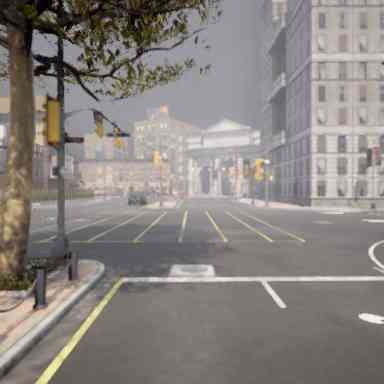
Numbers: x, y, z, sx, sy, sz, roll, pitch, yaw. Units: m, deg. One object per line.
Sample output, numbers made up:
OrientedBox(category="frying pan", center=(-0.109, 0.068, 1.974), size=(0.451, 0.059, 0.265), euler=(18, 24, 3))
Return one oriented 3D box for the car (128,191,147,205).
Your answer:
OrientedBox(category="car", center=(-8.064, 0.879, 49.760), size=(2.150, 2.045, 5.566), euler=(0, 0, 0))
